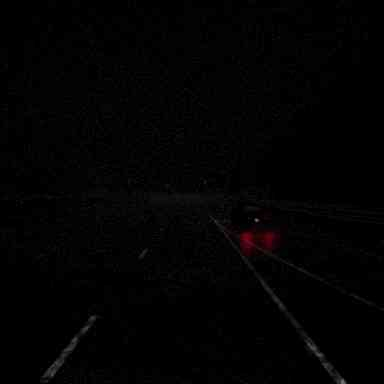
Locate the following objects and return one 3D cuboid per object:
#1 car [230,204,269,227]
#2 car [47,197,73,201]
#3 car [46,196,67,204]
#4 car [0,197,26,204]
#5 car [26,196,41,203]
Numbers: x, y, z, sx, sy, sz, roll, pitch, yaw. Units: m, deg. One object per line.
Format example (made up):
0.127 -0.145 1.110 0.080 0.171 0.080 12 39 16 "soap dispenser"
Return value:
3.741 1.485 22.026 1.812 1.442 4.674 0 0 -3 "car"
-17.570 1.407 45.190 2.128 1.511 4.902 0 0 0 "car"
-24.499 1.487 60.486 1.895 1.301 4.718 0 0 0 "car"
-24.565 1.423 44.251 1.837 1.490 4.892 0 0 0 "car"
-28.028 1.453 57.804 1.994 1.385 4.181 0 0 1 "car"
